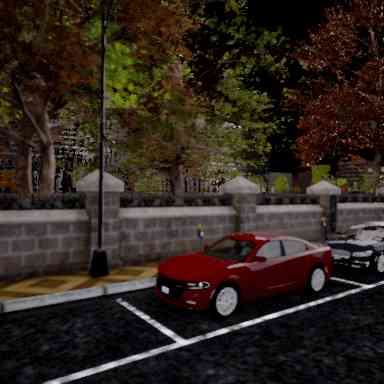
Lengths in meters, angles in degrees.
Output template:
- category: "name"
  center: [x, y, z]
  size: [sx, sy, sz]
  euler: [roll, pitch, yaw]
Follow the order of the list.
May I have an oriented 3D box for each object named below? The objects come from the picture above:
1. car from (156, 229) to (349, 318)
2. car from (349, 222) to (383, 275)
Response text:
- category: "car"
  center: [1.338, 1.602, 7.508]
  size: [4.507, 1.381, 1.887]
  euler: [1, 0, -35]
- category: "car"
  center: [5.965, 1.670, 10.807]
  size: [4.403, 1.369, 2.008]
  euler: [1, 0, -35]
